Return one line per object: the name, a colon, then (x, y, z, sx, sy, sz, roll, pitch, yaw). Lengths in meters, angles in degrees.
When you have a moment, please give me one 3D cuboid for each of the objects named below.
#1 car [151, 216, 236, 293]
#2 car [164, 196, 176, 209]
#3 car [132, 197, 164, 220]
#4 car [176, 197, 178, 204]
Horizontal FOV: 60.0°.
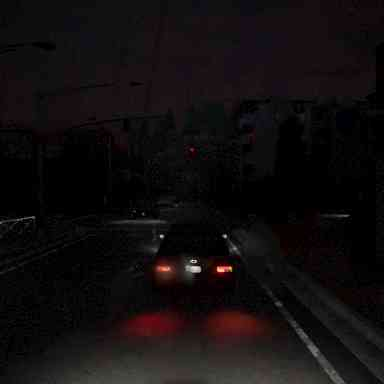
car: (0.036, 1.547, 8.960, 2.033, 1.411, 5.357, 0, 0, 0)
car: (-3.718, 1.477, 46.463, 1.882, 1.535, 5.008, 0, 0, 0)
car: (-3.655, 1.397, 27.373, 1.837, 1.490, 4.892, 1, 0, 0)
car: (-3.693, 1.525, 64.741, 1.812, 1.442, 4.674, 0, 0, 0)
